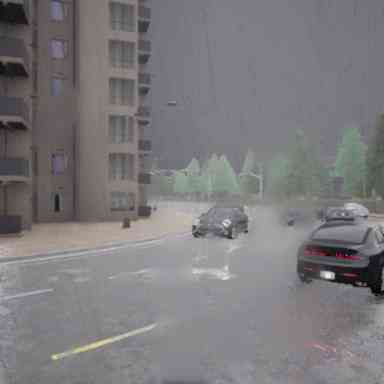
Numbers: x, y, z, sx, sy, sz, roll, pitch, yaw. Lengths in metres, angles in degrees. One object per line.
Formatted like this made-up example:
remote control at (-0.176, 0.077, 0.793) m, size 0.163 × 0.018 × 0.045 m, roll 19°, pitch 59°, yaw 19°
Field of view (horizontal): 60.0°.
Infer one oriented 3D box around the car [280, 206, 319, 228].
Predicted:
car at (7.268, 1.735, 23.594) m, size 2.033 × 1.411 × 5.357 m, roll 0°, pitch -1°, yaw 11°

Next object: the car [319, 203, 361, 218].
car at (11.305, 1.748, 27.023) m, size 2.033 × 1.411 × 5.357 m, roll 0°, pitch 0°, yaw 4°

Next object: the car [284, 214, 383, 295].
car at (4.433, 1.570, 9.071) m, size 1.837 × 1.490 × 4.892 m, roll 0°, pitch -1°, yaw 39°

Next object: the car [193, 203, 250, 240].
car at (1.709, 1.516, 18.199) m, size 2.097 × 1.767 × 4.553 m, roll -1°, pitch -1°, yaw 23°

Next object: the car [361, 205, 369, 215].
car at (14.626, 1.747, 31.028) m, size 1.812 × 1.442 × 4.674 m, roll 0°, pitch -1°, yaw -2°
